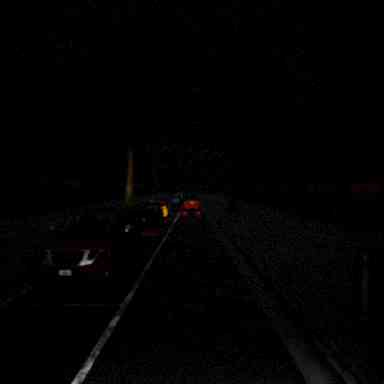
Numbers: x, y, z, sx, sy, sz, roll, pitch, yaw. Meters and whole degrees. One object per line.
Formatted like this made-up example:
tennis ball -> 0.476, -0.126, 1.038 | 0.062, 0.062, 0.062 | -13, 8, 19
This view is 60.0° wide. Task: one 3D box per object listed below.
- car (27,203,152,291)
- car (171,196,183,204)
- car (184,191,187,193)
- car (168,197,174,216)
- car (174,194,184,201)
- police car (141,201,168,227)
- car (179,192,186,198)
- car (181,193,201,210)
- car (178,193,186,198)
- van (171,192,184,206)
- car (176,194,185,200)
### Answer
car -> -2.649, 1.386, 9.453 | 2.192, 1.841, 5.009 | -1, 0, 0
car -> -2.637, 1.374, 59.363 | 2.008, 1.369, 4.403 | 1, 1, 0
car -> 0.029, 1.175, 59.432 | 2.097, 1.767, 4.553 | 0, 1, 0
car -> -3.018, 1.542, 30.423 | 1.882, 1.535, 5.008 | 0, 0, 0
car -> -2.635, 1.204, 70.452 | 1.947, 1.339, 4.313 | 1, 1, 0
police car -> -3.012, 1.507, 23.533 | 1.930, 1.638, 5.238 | 0, 0, 0
car -> -2.638, 0.800, 92.606 | 1.802, 1.307, 4.206 | 1, 1, 0
car -> 0.028, 1.354, 42.864 | 2.097, 1.767, 4.553 | 0, 0, 1
car -> -2.636, 0.882, 87.066 | 1.947, 1.339, 4.313 | 1, 1, 0
van -> -2.637, 1.238, 53.815 | 1.690, 1.788, 3.998 | 0, 1, 0
car -> -2.634, 1.111, 75.991 | 1.802, 1.307, 4.206 | 1, 1, 0
